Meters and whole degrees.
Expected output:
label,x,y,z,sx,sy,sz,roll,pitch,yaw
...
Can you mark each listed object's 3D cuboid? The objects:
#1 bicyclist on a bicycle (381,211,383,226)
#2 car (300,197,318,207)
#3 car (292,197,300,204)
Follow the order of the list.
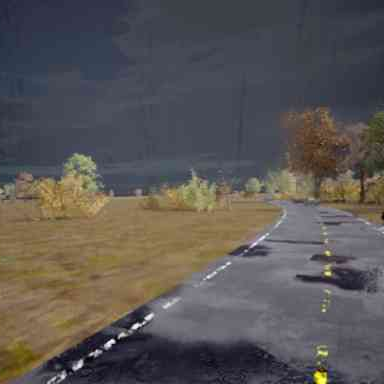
label,x,y,z,sx,sy,sz,roll,pitch,yaw
bicyclist on a bicycle,7.700,1.314,12.982,0.659,1.776,1.843,-2,0,22
car,19.424,1.610,54.511,1.812,1.442,4.674,-2,-1,12
car,22.264,1.777,70.249,1.895,1.301,4.718,-1,-1,8
